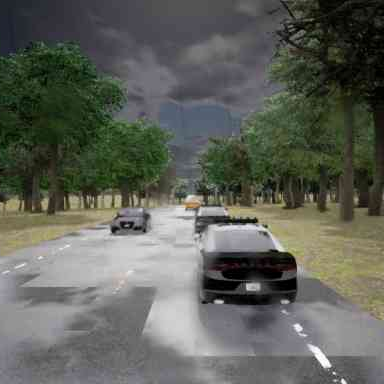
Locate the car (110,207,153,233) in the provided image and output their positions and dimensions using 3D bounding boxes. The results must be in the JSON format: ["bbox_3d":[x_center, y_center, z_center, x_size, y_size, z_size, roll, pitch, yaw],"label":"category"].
[{"bbox_3d":[-3.481,1.621,19.795,1.994,1.385,4.181,0,0,0],"label":"car"}]

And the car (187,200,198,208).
[{"bbox_3d":[0.060,2.147,60.726,1.895,1.301,4.718,0,-1,0],"label":"car"}]

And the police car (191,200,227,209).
[{"bbox_3d":[1.068,1.474,18.309,1.930,1.638,5.238,0,0,0],"label":"police car"}]

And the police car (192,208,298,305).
[{"bbox_3d":[1.058,1.436,8.307,1.930,1.638,5.238,0,0,0],"label":"police car"}]

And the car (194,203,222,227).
[{"bbox_3d":[1.074,1.608,24.199,1.812,1.442,4.674,0,0,0],"label":"car"}]

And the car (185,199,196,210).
[{"bbox_3d":[0.089,1.739,46.235,1.882,1.535,5.008,0,-1,1],"label":"car"}]
